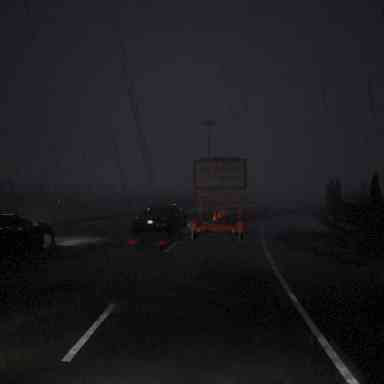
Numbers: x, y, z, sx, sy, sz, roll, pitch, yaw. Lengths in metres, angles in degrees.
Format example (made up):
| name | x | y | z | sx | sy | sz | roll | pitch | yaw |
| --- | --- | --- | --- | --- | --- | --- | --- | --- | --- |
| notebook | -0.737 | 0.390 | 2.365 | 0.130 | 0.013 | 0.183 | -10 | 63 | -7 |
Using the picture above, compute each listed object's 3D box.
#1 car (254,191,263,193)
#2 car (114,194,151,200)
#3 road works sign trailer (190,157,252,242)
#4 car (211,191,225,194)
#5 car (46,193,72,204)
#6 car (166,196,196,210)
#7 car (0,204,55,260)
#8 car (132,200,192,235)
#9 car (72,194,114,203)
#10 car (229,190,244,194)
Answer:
| name | x | y | z | sx | sy | sz | roll | pitch | yaw |
| --- | --- | --- | --- | --- | --- | --- | --- | --- | --- |
| car | 14.529 | 0.416 | 73.383 | 1.895 | 1.301 | 4.718 | 1 | 1 | 33 |
| car | -6.280 | 0.933 | 37.890 | 2.128 | 1.511 | 4.902 | 0 | 1 | 23 |
| road works sign trailer | 1.306 | 0.241 | 15.249 | 2.380 | 3.560 | 2.880 | 0 | 1 | 14 |
| car | 5.578 | 0.490 | 72.406 | 1.994 | 1.385 | 4.181 | 1 | 1 | 33 |
| car | -14.063 | 0.952 | 37.178 | 1.837 | 1.490 | 4.892 | 0 | 1 | 21 |
| car | -1.294 | 1.091 | 31.107 | 2.033 | 1.411 | 5.357 | 0 | 1 | 20 |
| car | -6.130 | 1.349 | 10.261 | 1.837 | 1.490 | 4.892 | 0 | 1 | 7 |
| car | -1.513 | 1.312 | 17.074 | 1.994 | 1.385 | 4.181 | 0 | 1 | 11 |
| car | -10.435 | 0.999 | 37.085 | 2.033 | 1.411 | 5.357 | 0 | 1 | 21 |
| car | 9.741 | 0.267 | 72.405 | 2.097 | 1.767 | 4.553 | 1 | 1 | 33 |
